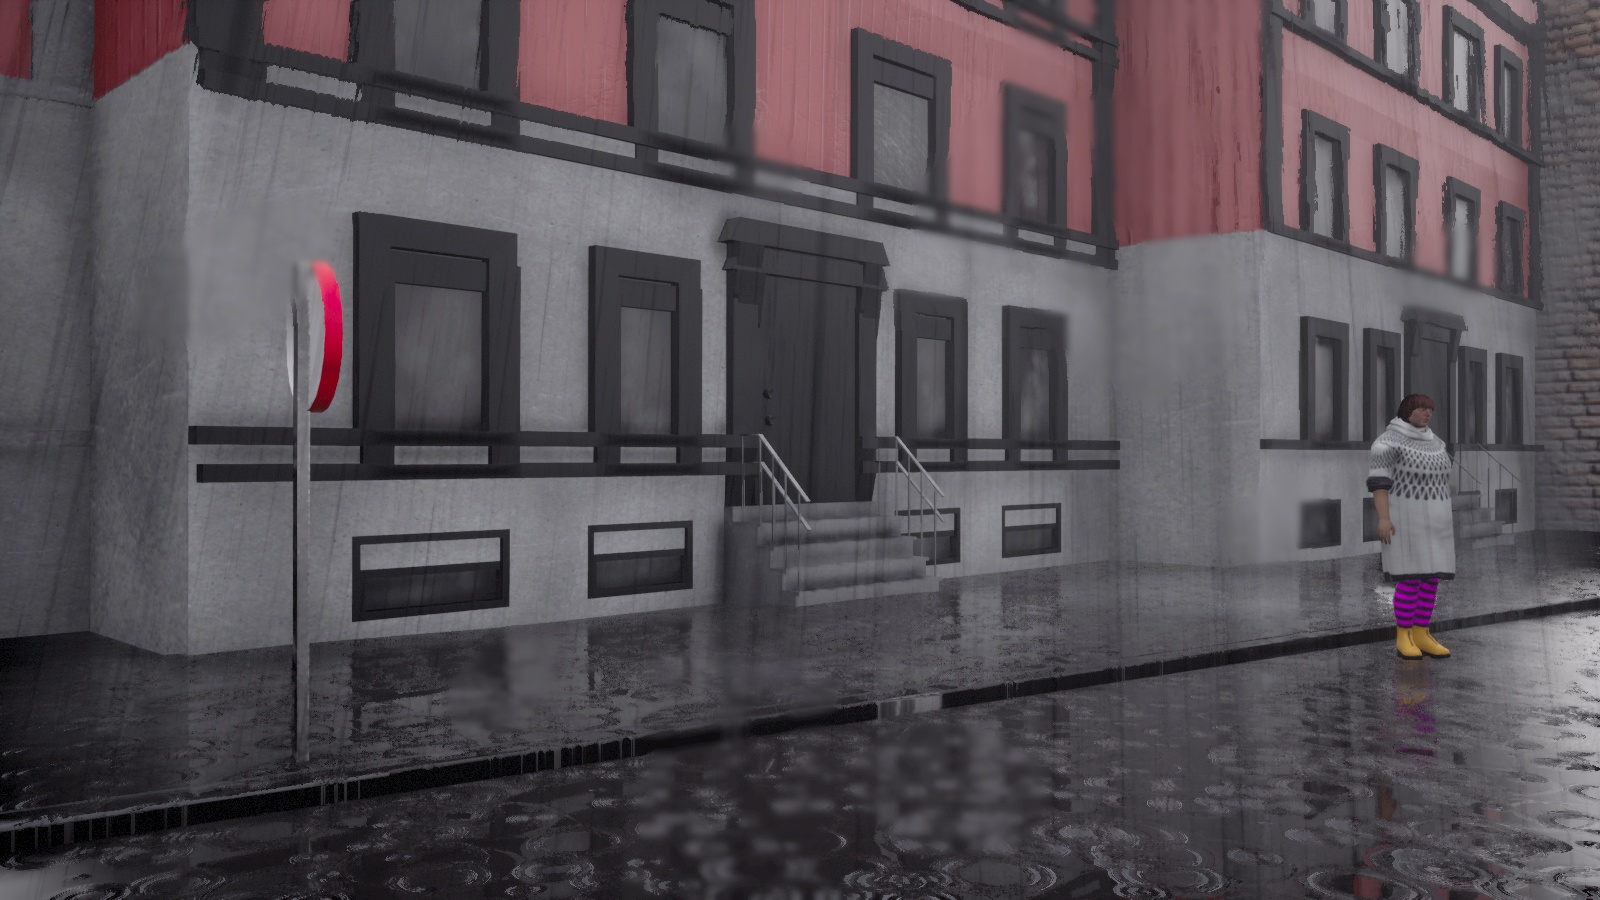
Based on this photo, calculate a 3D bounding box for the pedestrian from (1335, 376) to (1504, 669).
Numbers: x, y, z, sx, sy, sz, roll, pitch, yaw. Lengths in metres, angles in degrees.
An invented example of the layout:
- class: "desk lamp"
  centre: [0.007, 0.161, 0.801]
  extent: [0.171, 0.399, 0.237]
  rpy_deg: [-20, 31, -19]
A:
- class: "pedestrian"
  centre: [4.354, 0.482, 8.872]
  extent: [0.659, 1.952, 0.873]
  rpy_deg: [0, 0, -14]
